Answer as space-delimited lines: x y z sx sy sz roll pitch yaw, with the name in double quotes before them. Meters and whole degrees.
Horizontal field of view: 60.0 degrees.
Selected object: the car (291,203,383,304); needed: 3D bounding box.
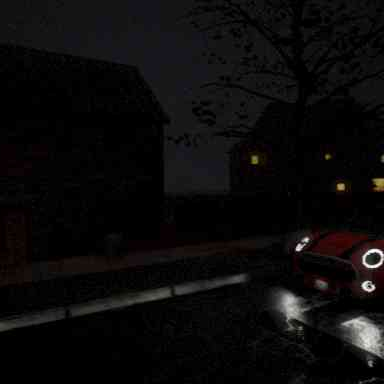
"car" 4.356 1.053 7.259 4.553 1.767 2.097 -2 2 -28
